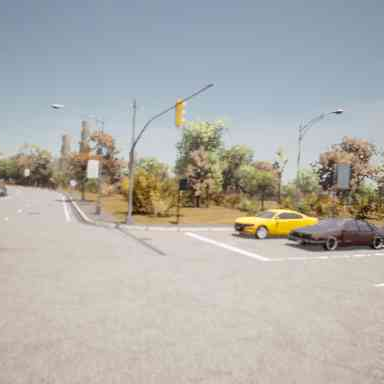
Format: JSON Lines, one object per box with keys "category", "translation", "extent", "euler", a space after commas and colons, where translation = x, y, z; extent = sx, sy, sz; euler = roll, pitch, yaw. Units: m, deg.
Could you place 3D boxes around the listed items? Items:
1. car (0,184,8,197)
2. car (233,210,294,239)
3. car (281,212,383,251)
{"category": "car", "translation": [-27.647, -0.307, 47.407], "extent": [2.097, 1.767, 4.553], "euler": [3, 1, -21]}
{"category": "car", "translation": [4.689, 1.720, 18.535], "extent": [5.008, 1.535, 1.882], "euler": [3, 0, -25]}
{"category": "car", "translation": [7.161, 1.924, 15.827], "extent": [5.357, 1.411, 2.033], "euler": [3, 0, -25]}
